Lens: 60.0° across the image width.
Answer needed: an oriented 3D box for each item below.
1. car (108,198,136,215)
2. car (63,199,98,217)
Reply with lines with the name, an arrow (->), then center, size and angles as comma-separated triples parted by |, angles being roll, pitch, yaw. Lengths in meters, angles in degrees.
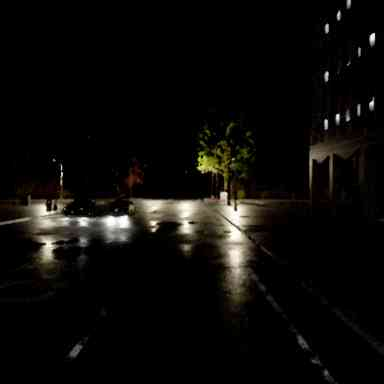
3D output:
car -> -6.572, 1.310, 31.456 | 2.128, 1.511, 4.902 | 0, 0, 0
car -> -9.829, 1.355, 29.639 | 1.812, 1.442, 4.674 | 0, 0, 0
